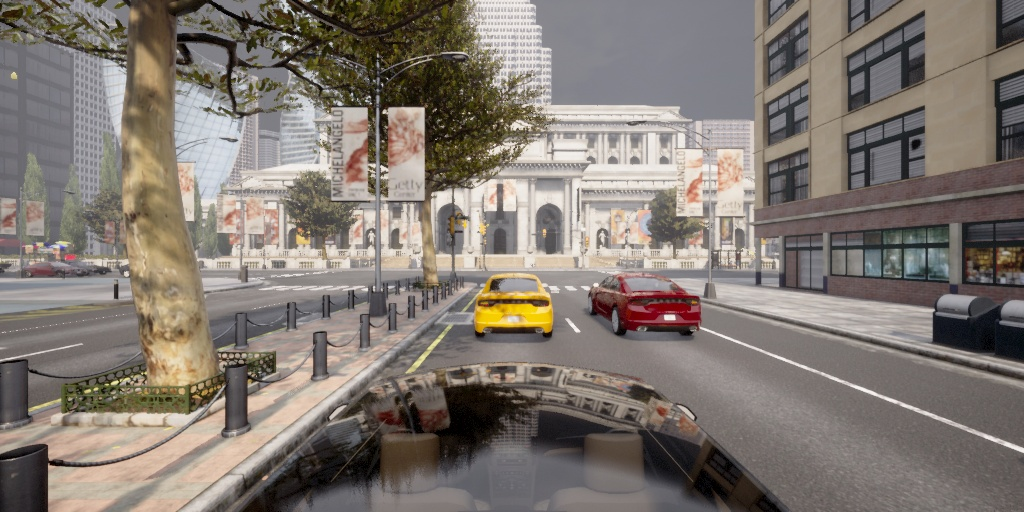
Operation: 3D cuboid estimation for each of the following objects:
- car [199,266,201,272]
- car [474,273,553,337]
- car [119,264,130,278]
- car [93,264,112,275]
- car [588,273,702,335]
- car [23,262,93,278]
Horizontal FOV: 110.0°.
[{"bbox_3d":[-35.480,1.228,37.499,5.008,1.535,1.882,0,0,0],"label":"car"},{"bbox_3d":[0.055,1.228,10.338,1.882,1.535,5.008,0,0,0],"label":"car"},{"bbox_3d":[-34.182,1.255,34.000,4.892,1.490,1.837,0,0,0],"label":"car"},{"bbox_3d":[-45.304,1.297,37.460,5.357,1.411,2.033,0,0,0],"label":"car"},{"bbox_3d":[3.557,1.228,10.517,1.882,1.535,5.008,0,0,0],"label":"car"},{"bbox_3d":[-43.381,1.276,33.967,4.674,1.442,1.812,0,0,-1],"label":"car"}]
